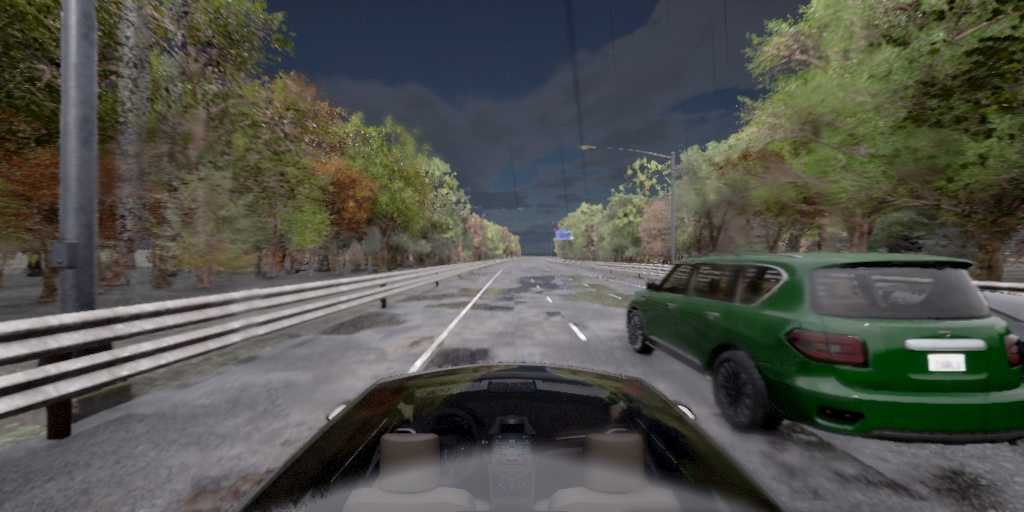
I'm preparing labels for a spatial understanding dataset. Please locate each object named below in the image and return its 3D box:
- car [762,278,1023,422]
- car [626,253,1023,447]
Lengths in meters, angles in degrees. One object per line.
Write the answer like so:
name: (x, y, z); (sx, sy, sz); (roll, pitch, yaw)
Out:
car: (7.100, 1.271, 6.428); (1.837, 1.490, 4.892); (0, 0, 0)
car: (3.600, 0.985, 5.652); (2.150, 2.045, 5.566); (0, 0, 0)
